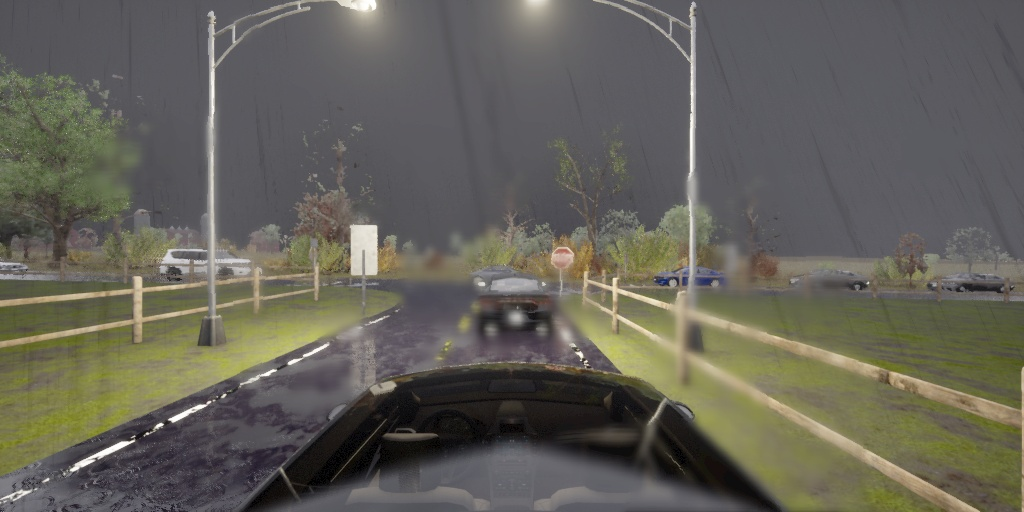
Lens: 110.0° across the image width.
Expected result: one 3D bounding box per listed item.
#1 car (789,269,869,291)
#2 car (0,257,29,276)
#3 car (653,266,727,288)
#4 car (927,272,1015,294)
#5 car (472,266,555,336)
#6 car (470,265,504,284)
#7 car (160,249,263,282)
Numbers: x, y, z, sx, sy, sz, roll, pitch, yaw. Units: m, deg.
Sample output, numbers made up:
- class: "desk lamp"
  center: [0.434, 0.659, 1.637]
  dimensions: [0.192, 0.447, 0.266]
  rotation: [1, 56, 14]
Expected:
- class: "car"
  center: [23.038, 1.740, 26.134]
  dimensions: [4.902, 1.511, 2.128]
  rotation: [1, 1, 0]
- class: "car"
  center: [-34.428, 0.573, 23.189]
  dimensions: [4.674, 1.442, 1.812]
  rotation: [1, 1, 0]
- class: "car"
  center: [12.891, 1.510, 26.101]
  dimensions: [5.008, 1.535, 1.882]
  rotation: [1, 1, -1]
- class: "car"
  center: [33.308, 1.958, 26.128]
  dimensions: [4.902, 1.511, 2.128]
  rotation: [1, 1, 0]
- class: "car"
  center: [0.062, 1.226, 10.470]
  dimensions: [1.882, 1.535, 5.008]
  rotation: [0, 0, -1]
- class: "car"
  center: [-0.614, 1.294, 23.194]
  dimensions: [4.181, 1.385, 1.994]
  rotation: [0, 0, 0]
- class: "car"
  center: [-19.325, 0.596, 23.184]
  dimensions: [5.566, 2.045, 2.150]
  rotation: [1, 1, 0]
